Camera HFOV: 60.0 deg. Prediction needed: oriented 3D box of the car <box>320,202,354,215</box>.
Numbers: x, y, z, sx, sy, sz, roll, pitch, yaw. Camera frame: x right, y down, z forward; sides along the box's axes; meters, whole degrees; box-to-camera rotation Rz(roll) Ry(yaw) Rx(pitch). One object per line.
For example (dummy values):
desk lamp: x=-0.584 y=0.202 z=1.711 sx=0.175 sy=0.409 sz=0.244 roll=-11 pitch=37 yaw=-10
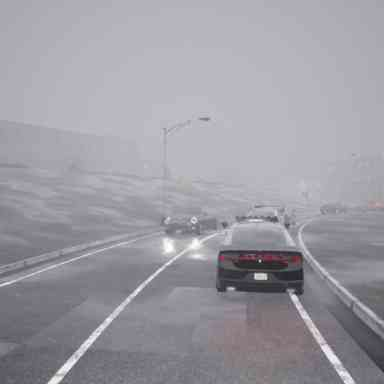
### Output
car: x=17.850 y=2.050 z=41.595 sx=4.892 sy=1.490 sz=1.837 roll=1 pitch=-4 yaw=-41

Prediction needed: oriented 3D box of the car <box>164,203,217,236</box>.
car: x=0.050 y=1.579 z=20.053 sx=2.097 sy=1.767 sz=4.553 roll=-1 pitch=-1 yaw=21

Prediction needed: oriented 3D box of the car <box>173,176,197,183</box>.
car: x=-2.012 y=-1.972 z=59.624 sx=5.008 sy=1.535 sz=2.097 roll=4 pitch=-6 yaw=-43

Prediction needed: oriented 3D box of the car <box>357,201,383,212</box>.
car: x=27.242 y=2.117 z=49.757 sx=4.553 sy=1.767 sz=2.097 roll=2 pitch=-4 yaw=-39

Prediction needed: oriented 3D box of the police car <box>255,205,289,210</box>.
police car: x=4.060 y=1.544 z=18.299 sx=1.930 sy=1.638 sz=5.238 roll=-1 pitch=-1 yaw=19

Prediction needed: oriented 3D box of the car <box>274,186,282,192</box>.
car: x=20.627 y=-0.417 z=84.158 sx=2.435 sy=2.045 sz=5.566 roll=-3 pitch=-6 yaw=40

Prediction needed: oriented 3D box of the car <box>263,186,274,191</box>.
car: x=17.042 y=-0.640 z=79.847 sx=2.185 sy=1.767 sz=4.553 roll=-4 pitch=-6 yaw=41

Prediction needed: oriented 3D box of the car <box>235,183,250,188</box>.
car: x=9.732 y=-1.086 z=71.561 sx=2.002 sy=1.452 sz=4.674 roll=-4 pitch=-6 yaw=43

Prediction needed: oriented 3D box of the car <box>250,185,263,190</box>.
car: x=13.363 y=-0.837 z=75.580 sx=2.231 sy=1.521 sz=4.892 roll=-4 pitch=-6 yaw=42

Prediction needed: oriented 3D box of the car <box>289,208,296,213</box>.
car: x=6.134 y=1.693 z=23.519 sx=1.837 sy=1.490 sz=4.892 roll=-2 pitch=-1 yaw=24

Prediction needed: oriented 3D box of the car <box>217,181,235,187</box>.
car: x=5.948 y=-1.380 z=67.554 sx=2.163 sy=1.488 sz=4.792 roll=-4 pitch=-6 yaw=44

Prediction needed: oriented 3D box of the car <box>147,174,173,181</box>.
car: x=-6.066 y=-2.199 z=55.842 sx=4.674 sy=1.452 sz=2.002 roll=4 pitch=-6 yaw=-42

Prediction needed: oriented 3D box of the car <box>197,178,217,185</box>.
car: x=1.943 y=-1.825 z=63.480 sx=4.553 sy=1.767 sz=2.185 roll=4 pitch=-6 yaw=-44

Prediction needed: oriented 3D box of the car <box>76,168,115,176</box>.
car: x=-14.382 y=-2.726 z=48.558 sx=4.892 sy=1.521 sz=2.231 roll=3 pitch=-5 yaw=-41

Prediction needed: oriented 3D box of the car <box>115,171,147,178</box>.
car: x=-10.200 y=-2.495 z=52.154 sx=4.892 sy=1.521 sz=2.231 roll=3 pitch=-5 yaw=-41

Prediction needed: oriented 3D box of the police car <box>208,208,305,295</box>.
police car: x=1.748 y=1.458 z=9.038 sx=1.930 sy=1.638 sz=5.238 roll=-1 pitch=0 yaw=9

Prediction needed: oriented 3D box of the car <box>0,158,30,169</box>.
car: x=-22.682 y=-3.284 z=41.450 sx=4.553 sy=1.767 sz=2.185 roll=3 pitch=-5 yaw=-41

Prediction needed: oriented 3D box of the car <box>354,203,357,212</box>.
car: x=26.467 y=2.528 z=53.630 sx=4.674 sy=1.442 sz=1.812 roll=2 pitch=-4 yaw=-39
